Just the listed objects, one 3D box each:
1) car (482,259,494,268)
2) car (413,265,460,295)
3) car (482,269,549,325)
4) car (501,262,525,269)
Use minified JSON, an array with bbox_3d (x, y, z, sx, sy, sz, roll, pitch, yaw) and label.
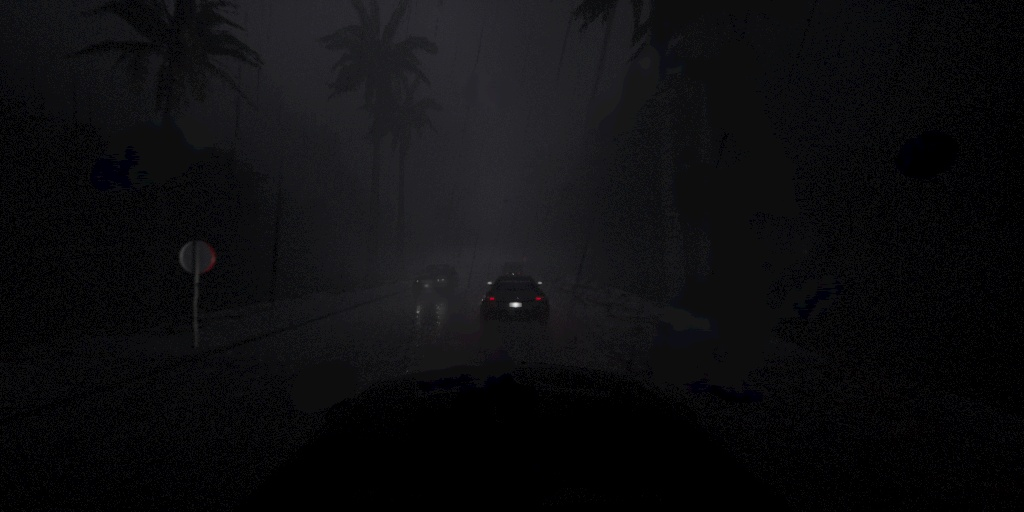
[{"bbox_3d":[-4.070,1.303,61.576,2.033,1.411,5.357,0,0,1],"label":"car"},{"bbox_3d":[-4.105,1.243,20.061,2.128,1.511,4.902,0,0,0],"label":"car"},{"bbox_3d":[0.097,1.315,11.872,1.994,1.385,4.181,0,0,0],"label":"car"},{"bbox_3d":[0.089,1.258,32.241,1.837,1.490,4.892,0,0,0],"label":"car"}]
